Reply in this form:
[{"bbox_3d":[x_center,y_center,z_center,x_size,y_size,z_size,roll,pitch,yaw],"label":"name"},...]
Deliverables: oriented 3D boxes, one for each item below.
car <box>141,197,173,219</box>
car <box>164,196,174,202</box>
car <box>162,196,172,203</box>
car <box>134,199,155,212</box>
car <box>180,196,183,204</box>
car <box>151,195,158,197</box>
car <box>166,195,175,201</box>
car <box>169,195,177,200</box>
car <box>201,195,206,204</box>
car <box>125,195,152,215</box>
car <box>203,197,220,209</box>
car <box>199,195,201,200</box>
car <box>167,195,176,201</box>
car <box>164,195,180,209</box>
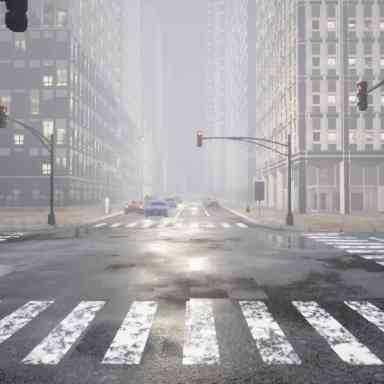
[{"bbox_3d":[-3.023,1.489,29.931,1.882,1.535,5.008,0,0,0],"label":"car"},{"bbox_3d":[-5.472,1.582,78.441,2.008,1.369,4.403,1,0,0],"label":"car"},{"bbox_3d":[-5.486,1.573,72.866,1.887,1.381,4.507,1,0,0],"label":"car"},{"bbox_3d":[-5.574,1.597,39.415,1.802,1.307,4.206,1,0,0],"label":"car"},{"bbox_3d":[-2.845,1.533,63.666,1.837,1.490,4.892,0,0,1],"label":"car"},{"bbox_3d":[-5.554,1.332,44.991,2.192,1.841,5.009,1,0,0],"label":"car"},{"bbox_3d":[-5.457,1.578,84.016,1.887,1.381,4.507,1,0,0],"label":"car"},{"bbox_3d":[-5.429,1.605,95.167,1.947,1.339,4.313,1,0,0],"label":"car"},{"bbox_3d":[2.852,1.547,56.356,1.752,1.417,4.829,1,0,0],"label":"car"},{"bbox_3d":[-5.586,1.453,33.840,1.967,1.590,4.097,1,0,0],"label":"car"},{"bbox_3d":[2.820,1.599,45.030,1.802,1.307,4.206,1,0,0],"label":"car"},{"bbox_3d":[2.865,1.590,61.763,1.947,1.339,4.313,1,0,0],"label":"car"},{"bbox_3d":[-5.443,1.587,89.591,2.008,1.369,4.403,1,0,0],"label":"car"},{"bbox_3d":[-2.978,1.522,45.147,1.837,1.490,4.892,0,0,0],"label":"car"}]
